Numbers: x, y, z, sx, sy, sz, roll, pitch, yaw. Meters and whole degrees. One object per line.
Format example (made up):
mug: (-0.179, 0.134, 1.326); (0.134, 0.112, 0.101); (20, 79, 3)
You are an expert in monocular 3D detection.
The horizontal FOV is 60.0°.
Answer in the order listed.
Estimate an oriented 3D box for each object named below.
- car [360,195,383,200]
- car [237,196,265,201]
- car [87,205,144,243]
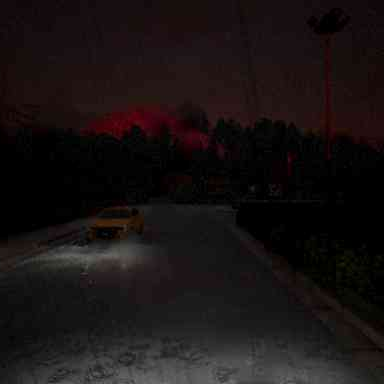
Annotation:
car: (27.844, 1.241, 50.292); (4.553, 1.767, 2.097); (0, 0, 2)
car: (9.059, 1.414, 50.502); (4.674, 1.442, 1.812); (0, 0, -3)
car: (-3.518, 1.442, 16.009); (1.882, 1.535, 5.008); (0, 0, 0)
